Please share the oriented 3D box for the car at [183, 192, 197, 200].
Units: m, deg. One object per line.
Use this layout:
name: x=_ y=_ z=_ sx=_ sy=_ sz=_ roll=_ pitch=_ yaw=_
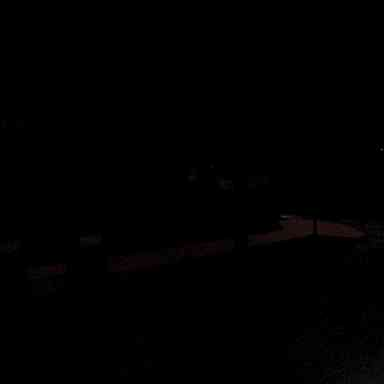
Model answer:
car: x=-1.455 y=1.064 z=40.315 sx=5.566 sy=2.045 sz=2.150 roll=0 pitch=0 yaw=42
